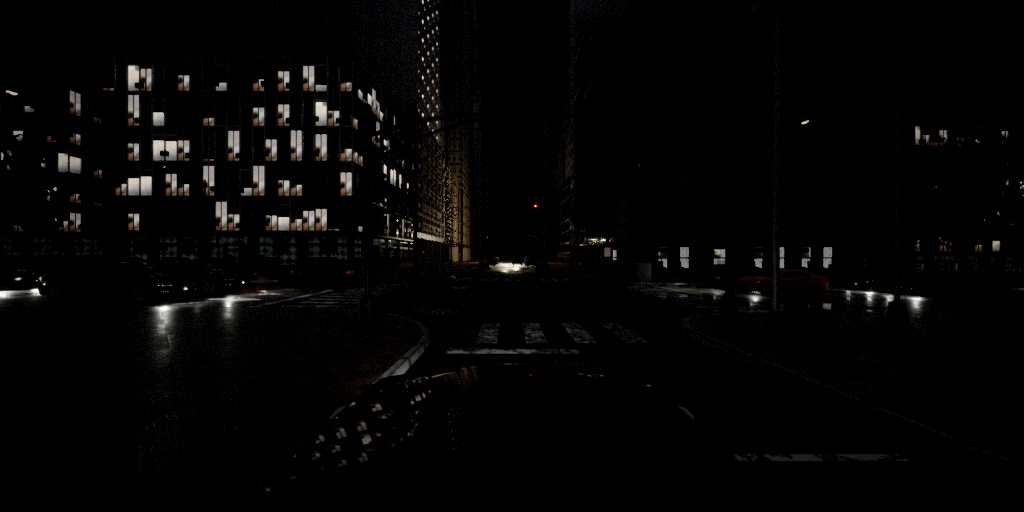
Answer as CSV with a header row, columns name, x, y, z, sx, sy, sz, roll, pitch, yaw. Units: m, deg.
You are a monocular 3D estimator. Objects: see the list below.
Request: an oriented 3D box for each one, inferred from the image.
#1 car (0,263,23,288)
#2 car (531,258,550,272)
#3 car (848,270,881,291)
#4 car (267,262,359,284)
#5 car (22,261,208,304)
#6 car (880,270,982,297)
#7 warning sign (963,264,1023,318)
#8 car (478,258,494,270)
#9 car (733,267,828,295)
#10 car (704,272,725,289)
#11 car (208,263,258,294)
name,x,y,z,sx,sy,sz,roll,pitch,yaw
car,-25.388,0.873,16.903,4.181,1.385,1.994,1,0,-3
car,3.915,1.329,46.680,1.948,1.339,4.313,0,0,0
car,27.305,1.766,26.062,4.892,1.490,1.837,0,0,-3
car,-13.279,1.076,24.172,5.357,1.411,2.033,1,0,-3
car,-15.362,0.998,14.112,4.892,1.490,1.837,1,0,-3
car,26.899,1.764,22.790,4.892,1.490,1.837,1,0,-3
warning sign,17.272,1.204,12.881,1.060,1.860,1.300,0,0,-3
car,-4.039,1.342,52.171,1.802,1.307,4.207,0,0,0
car,16.749,1.554,22.317,5.008,1.535,1.882,1,0,-3
car,16.342,1.546,25.551,5.008,1.535,1.882,1,0,-3
car,-15.510,0.994,17.358,4.892,1.490,1.837,1,0,-3
